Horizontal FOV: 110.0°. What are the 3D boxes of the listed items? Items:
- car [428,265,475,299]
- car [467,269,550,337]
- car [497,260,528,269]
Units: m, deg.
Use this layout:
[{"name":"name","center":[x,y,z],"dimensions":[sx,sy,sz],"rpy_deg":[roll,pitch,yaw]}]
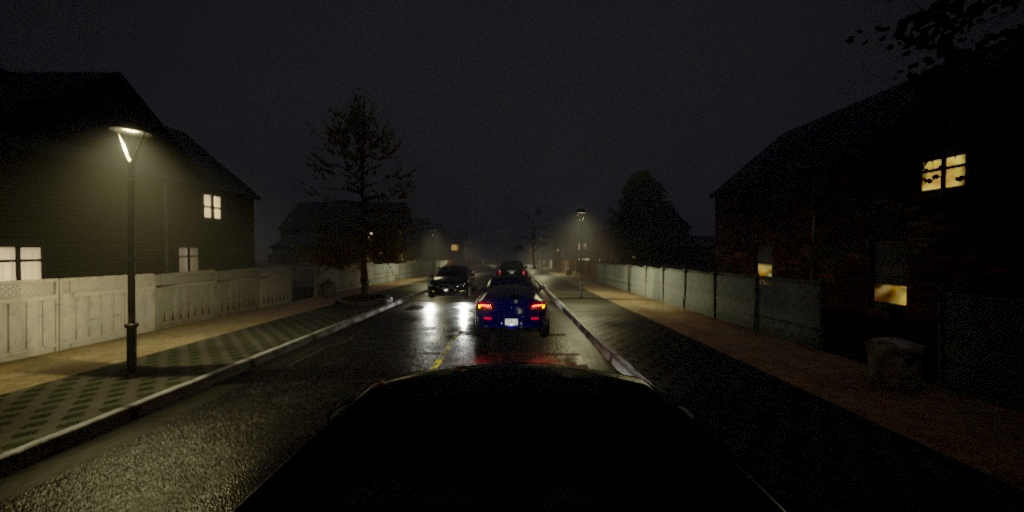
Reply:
[{"name":"car","center":[-2.879,1.239,18.004],"dimensions":[1.837,1.490,4.892],"rpy_deg":[0,0,0]},{"name":"car","center":[-0.015,1.264,10.072],"dimensions":[1.812,1.442,4.674],"rpy_deg":[0,0,0]},{"name":"car","center":[0.008,1.092,24.992],"dimensions":[2.097,1.767,4.553],"rpy_deg":[0,0,1]}]
